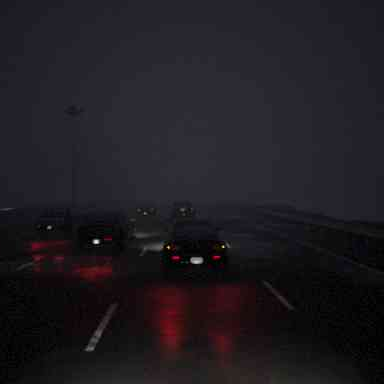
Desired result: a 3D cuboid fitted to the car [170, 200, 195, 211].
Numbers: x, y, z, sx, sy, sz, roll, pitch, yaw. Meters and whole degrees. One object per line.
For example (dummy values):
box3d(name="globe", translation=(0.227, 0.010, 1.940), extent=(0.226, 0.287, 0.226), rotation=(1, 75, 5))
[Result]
box3d(name="car", translation=(-0.849, 1.497, 29.027), extent=(2.097, 1.767, 4.553), rotation=(0, 0, -3))

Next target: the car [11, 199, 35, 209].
box3d(name="car", translation=(-26.775, 1.881, 53.992), extent=(1.837, 1.490, 4.892), rotation=(0, 0, -2))

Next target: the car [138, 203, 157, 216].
box3d(name="car", translation=(-4.614, 1.787, 34.287), extent=(1.895, 1.301, 4.718), rotation=(0, 0, -3))

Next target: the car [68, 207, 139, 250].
box3d(name="car", translation=(-3.655, 1.592, 14.714), extent=(1.837, 1.490, 4.892), rotation=(0, 0, -3))

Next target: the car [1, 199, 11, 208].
box3d(name="car", translation=(-30.371, 1.881, 56.351), extent=(1.882, 1.535, 5.008), rotation=(0, 0, -2))

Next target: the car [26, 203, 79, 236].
box3d(name="car", translation=(-7.379, 1.618, 19.361), extent=(2.128, 1.511, 4.902), rotation=(0, 0, -3))

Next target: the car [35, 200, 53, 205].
box3d(name="car", translation=(-23.277, 1.963, 54.179), extent=(1.895, 1.301, 4.718), rotation=(0, 0, -2))

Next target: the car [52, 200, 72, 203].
box3d(name="car", translation=(-19.689, 1.939, 52.217), extent=(1.895, 1.301, 4.718), rotation=(0, 0, -2))

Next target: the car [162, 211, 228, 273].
box3d(name="car", translation=(0.026, 1.578, 10.731), extent=(1.812, 1.442, 4.674), rotation=(0, 0, -2))
